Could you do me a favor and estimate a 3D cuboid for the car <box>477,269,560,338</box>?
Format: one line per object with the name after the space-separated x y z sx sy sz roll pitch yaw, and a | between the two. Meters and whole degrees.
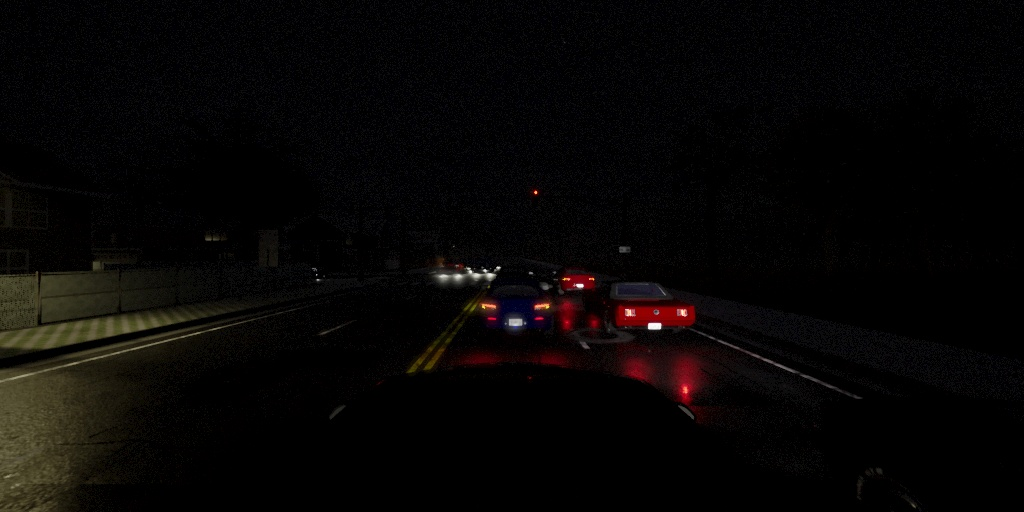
0.089 1.275 10.102 1.812 1.442 4.674 0 0 0 | car

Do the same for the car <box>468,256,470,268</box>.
-6.552 0.959 51.618 2.150 2.045 5.566 0 0 0 | car

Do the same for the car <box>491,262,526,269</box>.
0.071 1.254 19.364 1.837 1.490 4.892 0 0 0 | car

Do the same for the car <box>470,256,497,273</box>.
-3.311 0.962 43.286 2.150 2.045 5.566 0 0 1 | car

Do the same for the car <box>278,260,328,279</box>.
-18.192 1.129 30.416 4.553 1.767 2.097 0 0 0 | car

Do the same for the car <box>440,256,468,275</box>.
-6.568 1.096 39.894 2.097 1.767 4.553 0 0 0 | car

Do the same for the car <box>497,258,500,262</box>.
-3.300 1.278 55.391 2.033 1.411 5.357 0 0 0 | car

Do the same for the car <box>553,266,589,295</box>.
3.323 1.275 19.690 1.812 1.442 4.674 0 0 0 | car

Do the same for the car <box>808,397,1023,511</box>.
3.348 1.351 0.745 1.895 1.301 4.718 0 0 0 | car

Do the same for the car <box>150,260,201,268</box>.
-28.436 1.147 30.444 4.553 1.767 2.097 0 0 0 | car

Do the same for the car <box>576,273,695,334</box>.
3.342 1.351 10.582 1.895 1.301 4.718 0 0 0 | car
